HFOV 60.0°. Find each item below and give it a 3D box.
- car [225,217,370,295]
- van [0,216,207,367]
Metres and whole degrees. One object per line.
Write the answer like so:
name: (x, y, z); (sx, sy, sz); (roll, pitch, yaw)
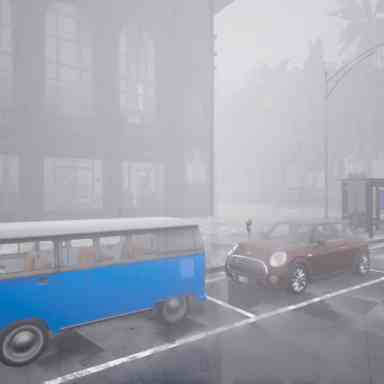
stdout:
car: (2.776, 1.439, 8.619); (4.097, 1.590, 1.967); (0, 0, -35)
van: (-1.646, 1.341, 5.475); (3.998, 1.788, 1.690); (0, 0, -35)
